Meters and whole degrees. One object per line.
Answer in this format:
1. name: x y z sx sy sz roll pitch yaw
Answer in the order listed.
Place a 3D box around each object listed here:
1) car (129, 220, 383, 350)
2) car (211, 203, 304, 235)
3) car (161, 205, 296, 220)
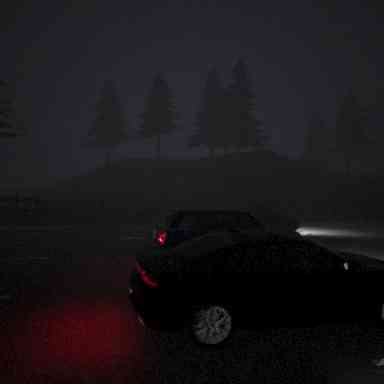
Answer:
1. car: 1.467 1.405 5.777 5.008 1.535 1.882 1 1 -14
2. car: 3.290 1.347 17.022 4.181 1.385 1.994 1 1 -14
3. car: 1.064 1.211 9.278 4.553 1.767 2.097 1 1 -14
